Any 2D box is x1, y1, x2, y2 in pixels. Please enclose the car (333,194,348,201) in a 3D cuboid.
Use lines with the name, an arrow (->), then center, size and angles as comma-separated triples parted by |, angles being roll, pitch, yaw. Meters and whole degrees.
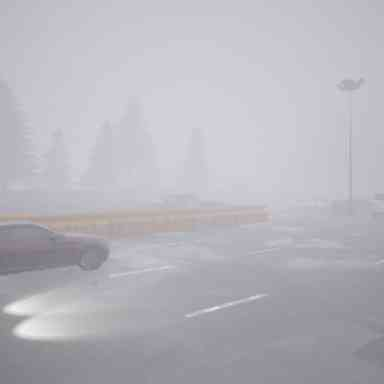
car -> 26.524, 1.074, 59.343 | 1.812, 1.442, 4.674 | 0, 0, 36

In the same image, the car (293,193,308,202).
car -> 20.901, 0.925, 63.503 | 2.097, 1.767, 4.553 | 0, 0, 36

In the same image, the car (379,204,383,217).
car -> 7.439, 1.260, 9.304 | 4.553, 1.767, 2.097 | 0, 0, -38

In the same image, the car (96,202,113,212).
car -> -6.968, 1.444, 33.789 | 5.357, 1.411, 2.033 | -1, 0, -39

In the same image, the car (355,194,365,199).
car -> 29.462, 1.061, 57.439 | 1.812, 1.442, 4.674 | 0, 0, 36

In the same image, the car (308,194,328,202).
car -> 23.727, 1.064, 61.437 | 2.128, 1.511, 4.902 | 0, 0, 36

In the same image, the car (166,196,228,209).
car -> 0.739, 1.354, 26.583 | 5.008, 1.535, 1.882 | 0, 0, -40

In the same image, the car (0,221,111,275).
car -> -4.592, 1.517, 9.088 | 4.674, 1.442, 1.812 | -1, 0, -36

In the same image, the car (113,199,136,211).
car -> -4.785, 1.458, 31.109 | 4.181, 1.385, 1.994 | -1, 0, -39

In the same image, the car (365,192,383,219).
car -> 15.455, 1.006, 25.186 | 5.566, 2.045, 2.150 | -1, 1, -43

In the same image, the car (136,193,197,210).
car -> -1.722, 1.105, 29.053 | 5.566, 2.045, 2.150 | 0, 0, -40

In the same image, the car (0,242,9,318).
car -> -5.013, 1.580, 4.494 | 4.181, 1.385, 1.994 | -1, 0, -35
